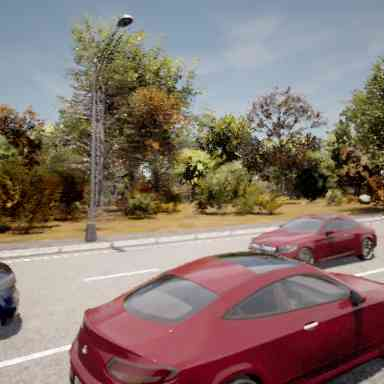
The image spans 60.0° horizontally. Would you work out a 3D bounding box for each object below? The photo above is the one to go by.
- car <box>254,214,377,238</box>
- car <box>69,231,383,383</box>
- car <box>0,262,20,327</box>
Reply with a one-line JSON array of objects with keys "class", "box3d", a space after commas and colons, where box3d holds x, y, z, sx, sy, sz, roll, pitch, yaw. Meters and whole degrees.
[{"class": "car", "box3d": [3.909, 1.446, 10.458, 4.674, 1.442, 1.812, -1, 1, -31]}, {"class": "car", "box3d": [0.931, 1.511, 4.199, 4.674, 1.442, 1.812, 0, 0, -34]}, {"class": "car", "box3d": [-4.792, 1.529, 4.712, 4.181, 1.385, 1.994, 0, 0, -35]}]
